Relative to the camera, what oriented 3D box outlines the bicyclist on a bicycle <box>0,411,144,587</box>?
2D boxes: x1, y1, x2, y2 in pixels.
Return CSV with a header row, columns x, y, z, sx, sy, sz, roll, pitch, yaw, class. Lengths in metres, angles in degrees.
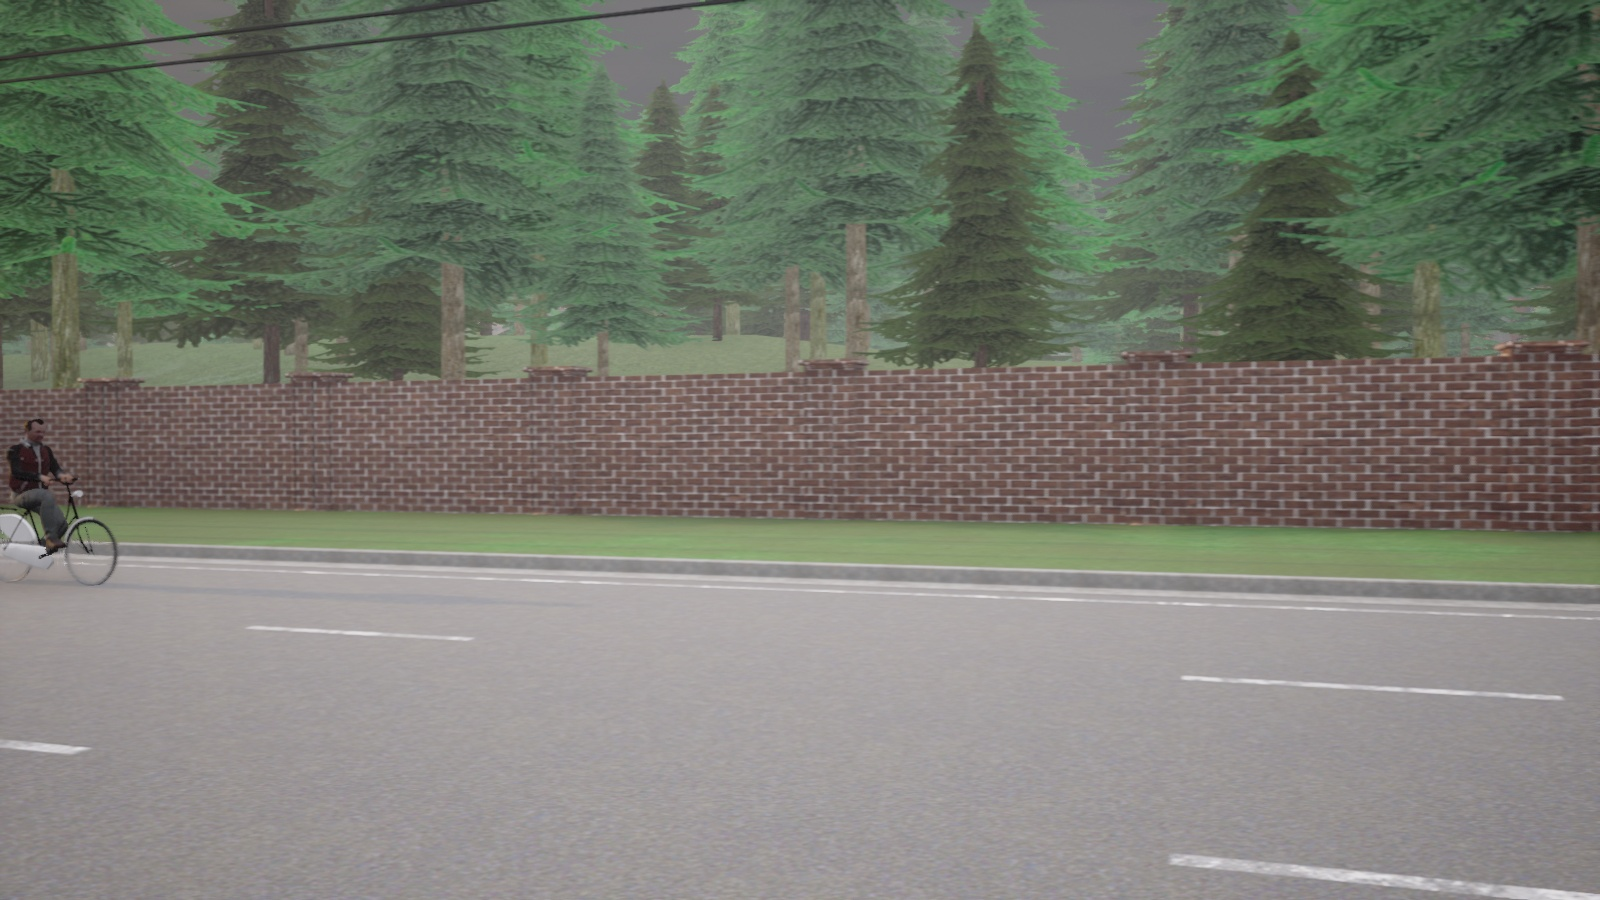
x,y,z,sx,sy,sz,roll,pitch,yaw,class
-7.916,0.486,13.239,1.843,1.776,0.659,0,1,19,bicyclist on a bicycle
